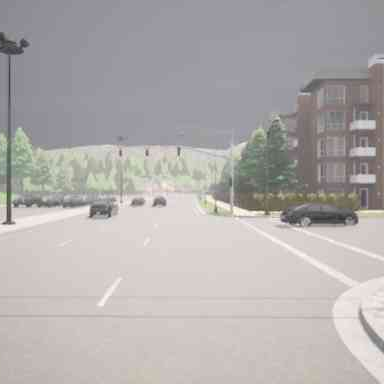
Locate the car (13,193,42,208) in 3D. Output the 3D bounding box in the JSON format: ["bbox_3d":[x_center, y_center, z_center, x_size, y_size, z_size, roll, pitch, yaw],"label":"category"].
[{"bbox_3d":[-23.537,1.173,48.039,2.150,2.045,5.566,0,0,0],"label":"car"}]

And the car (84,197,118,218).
[{"bbox_3d":[-7.895,1.475,30.021,1.837,1.490,4.892,0,0,-3],"label":"car"}]

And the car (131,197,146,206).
[{"bbox_3d":[-8.445,1.473,52.613,1.812,1.442,4.674,0,0,-1],"label":"car"}]

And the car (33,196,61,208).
[{"bbox_3d":[-20.036,1.554,46.905,1.895,1.301,4.718,0,0,0],"label":"car"}]

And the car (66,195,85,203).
[{"bbox_3d":[-23.614,1.456,67.696,2.128,1.511,4.902,0,0,0],"label":"car"}]

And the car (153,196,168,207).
[{"bbox_3d":[-4.922,1.453,51.622,1.837,1.490,4.892,0,0,0],"label":"car"}]

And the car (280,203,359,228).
[{"bbox_3d":[8.316,1.456,21.727,5.008,1.535,1.882,0,-1,-8],"label":"car"}]

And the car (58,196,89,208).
[{"bbox_3d":[-16.536,1.554,46.581,1.895,1.301,4.718,0,0,0],"label":"car"}]

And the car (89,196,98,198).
[{"bbox_3d":[-16.609,1.449,55.764,1.837,1.490,4.892,0,0,0],"label":"car"}]

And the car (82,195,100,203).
[{"bbox_3d":[-20.110,1.457,66.702,2.128,1.511,4.902,0,0,0],"label":"car"}]

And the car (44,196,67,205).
[{"bbox_3d":[-23.596,1.447,57.636,1.837,1.490,4.892,0,0,0],"label":"car"}]
